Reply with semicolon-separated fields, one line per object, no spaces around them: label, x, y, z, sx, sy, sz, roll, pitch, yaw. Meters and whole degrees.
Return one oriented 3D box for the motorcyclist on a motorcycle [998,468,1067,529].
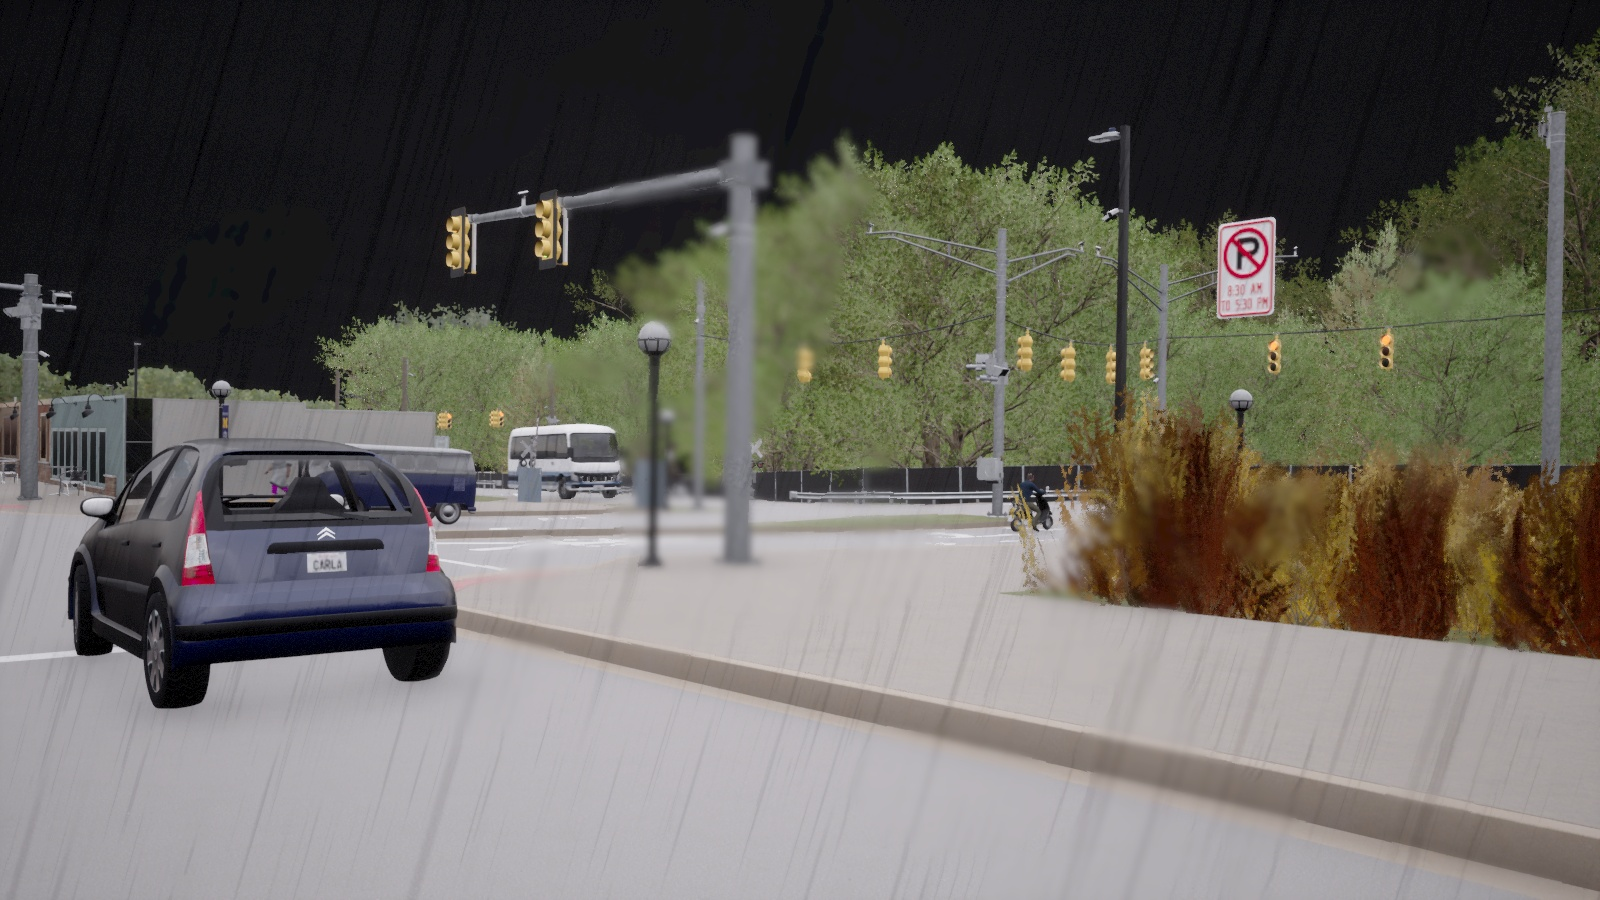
motorcyclist on a motorcycle;6.381;1.320;34.445;1.817;1.590;0.866;-1;0;-39

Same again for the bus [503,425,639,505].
bus;-13.438;0.912;72.816;3.944;4.253;10.273;-1;-1;-33

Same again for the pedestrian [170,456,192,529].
pedestrian;-16.558;1.126;33.605;0.396;1.930;0.692;0;1;-15

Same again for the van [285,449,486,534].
van;-10.428;1.056;31.788;4.442;1.987;1.775;2;-2;-41

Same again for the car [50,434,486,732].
car;-3.969;0.761;8.959;1.851;1.617;3.988;-1;-1;-38
